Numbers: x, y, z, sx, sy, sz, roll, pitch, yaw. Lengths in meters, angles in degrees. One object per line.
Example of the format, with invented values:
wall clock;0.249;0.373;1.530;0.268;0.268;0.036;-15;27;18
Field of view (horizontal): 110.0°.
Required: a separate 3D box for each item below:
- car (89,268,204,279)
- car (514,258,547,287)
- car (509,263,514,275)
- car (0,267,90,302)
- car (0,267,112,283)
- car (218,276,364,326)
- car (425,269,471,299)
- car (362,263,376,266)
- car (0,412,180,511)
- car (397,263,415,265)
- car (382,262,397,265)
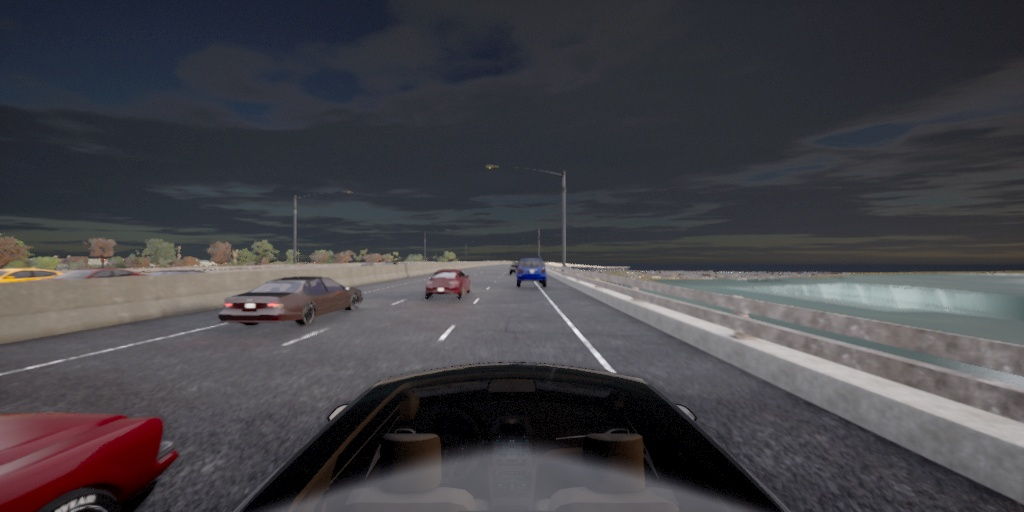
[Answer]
car;-17.517;1.425;18.509;2.033;1.411;5.357;0;0;1
car;1.408;1.185;27.113;2.150;2.045;5.566;0;0;1
car;0.613;1.645;47.111;1.837;1.490;4.892;0;-1;2
car;-24.517;1.343;17.523;1.882;1.535;5.008;0;0;1
car;-21.015;1.348;17.946;1.882;1.535;5.008;0;0;1
car;-6.869;1.376;11.931;2.033;1.411;5.357;0;0;0
car;-3.309;1.416;19.086;1.812;1.442;4.674;0;0;1
car;-23.587;1.812;59.132;1.994;1.385;4.181;0;-1;2
car;-3.396;1.339;0.470;1.895;1.301;4.718;0;0;0
car;-16.580;1.800;59.280;2.033;1.411;5.357;0;-1;3
car;-20.094;1.753;58.984;1.837;1.490;4.892;0;-1;2
